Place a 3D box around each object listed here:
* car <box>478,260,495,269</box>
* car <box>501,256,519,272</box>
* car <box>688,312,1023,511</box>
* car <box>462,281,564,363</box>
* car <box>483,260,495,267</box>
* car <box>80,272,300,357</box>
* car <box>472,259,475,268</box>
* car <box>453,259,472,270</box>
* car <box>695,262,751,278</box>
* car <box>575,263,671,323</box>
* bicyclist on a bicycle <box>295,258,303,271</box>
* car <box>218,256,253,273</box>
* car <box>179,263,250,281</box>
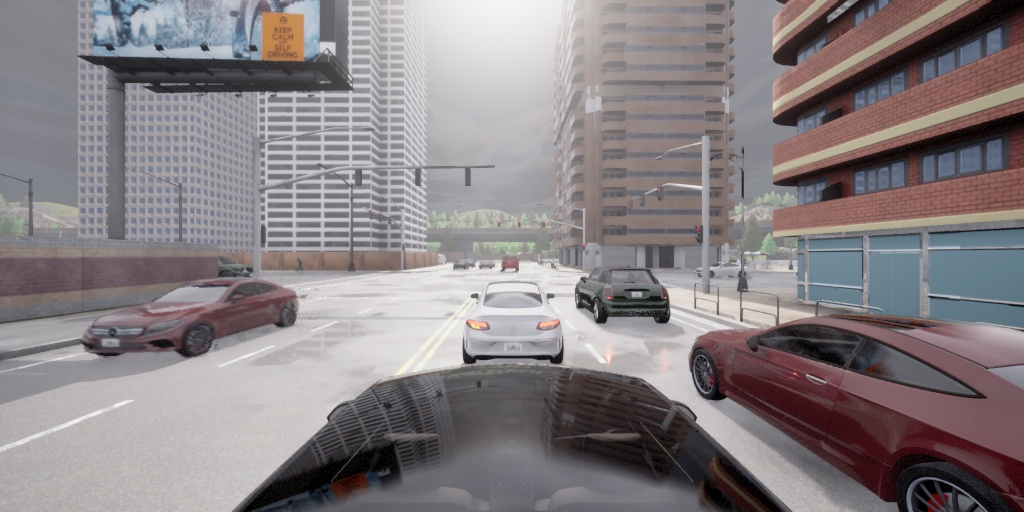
[{"bbox_3d":[-4.012,1.276,55.012,1.812,1.442,4.674,0,0,-1],"label":"car"},{"bbox_3d":[-0.269,0.971,47.575,2.150,2.045,5.566,0,0,1],"label":"car"},{"bbox_3d":[3.580,1.276,3.482,1.812,1.442,4.674,0,0,0],"label":"car"},{"bbox_3d":[0.017,1.276,7.986,1.812,1.442,4.674,0,0,0],"label":"car"},{"bbox_3d":[-4.052,1.351,64.993,1.895,1.301,4.718,0,0,0],"label":"car"},{"bbox_3d":[-7.104,1.276,8.677,1.812,1.442,4.674,0,0,0],"label":"car"},{"bbox_3d":[-7.549,1.228,62.991,1.882,1.535,5.008,0,0,0],"label":"car"},{"bbox_3d":[-7.498,1.228,52.970,1.882,1.535,5.008,0,0,0],"label":"car"},{"bbox_3d":[19.387,1.276,33.064,4.674,1.442,1.812,0,0,0],"label":"car"},{"bbox_3d":[3.499,1.102,12.201,2.097,1.767,4.553,0,0,0],"label":"car"},{"bbox_3d":[-25.974,1.051,43.748,0.582,1.620,1.656,0,0,0],"label":"bicyclist on a bicycle"},{"bbox_3d":[-21.472,0.972,25.775,5.566,2.045,2.150,0,0,0],"label":"car"},{"bbox_3d":[-24.180,1.314,29.271,4.181,1.385,1.994,0,0,0],"label":"car"}]
